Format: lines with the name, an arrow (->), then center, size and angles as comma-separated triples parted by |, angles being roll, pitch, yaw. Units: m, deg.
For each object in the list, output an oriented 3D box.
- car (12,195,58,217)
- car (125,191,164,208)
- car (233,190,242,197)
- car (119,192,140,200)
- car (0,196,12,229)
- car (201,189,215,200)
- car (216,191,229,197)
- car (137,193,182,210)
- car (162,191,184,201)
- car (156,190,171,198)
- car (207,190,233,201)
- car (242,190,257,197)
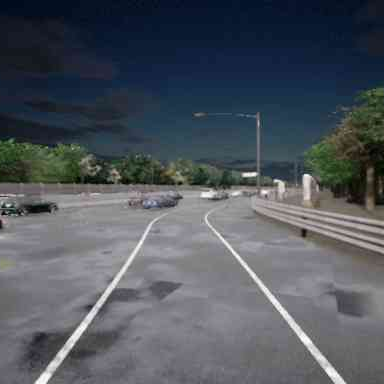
car -> -13.543, 1.068, 28.003 | 2.097, 1.767, 4.553 | 0, 1, 21
car -> -5.601, 1.032, 38.625 | 2.128, 1.511, 4.902 | 0, 1, 21
car -> 11.125, 0.479, 81.344 | 1.812, 1.442, 4.674 | 0, 1, 21
car -> -12.811, 0.789, 68.107 | 1.837, 1.490, 4.892 | 0, 1, 21
car -> -11.073, 1.183, 15.165 | 2.097, 1.767, 4.553 | 0, 1, 21
car -> 3.425, 0.445, 61.584 | 2.150, 2.045, 5.566 | 0, 1, 21
car -> 7.563, 0.479, 81.841 | 1.837, 1.490, 4.892 | 0, 1, 21
car -> -3.283, 1.107, 34.960 | 2.033, 1.411, 5.357 | 0, 1, 21
car -> -2.953, 0.872, 54.916 | 1.812, 1.442, 4.674 | 0, 1, 21
car -> -7.054, 0.441, 82.883 | 2.097, 1.767, 4.553 | 0, 1, 21
car -> 4.804, 0.824, 55.511 | 2.033, 1.411, 5.357 | 0, 1, 21
car -> 14.077, 0.477, 79.277 | 2.128, 1.511, 4.902 | 0, 1, 21
